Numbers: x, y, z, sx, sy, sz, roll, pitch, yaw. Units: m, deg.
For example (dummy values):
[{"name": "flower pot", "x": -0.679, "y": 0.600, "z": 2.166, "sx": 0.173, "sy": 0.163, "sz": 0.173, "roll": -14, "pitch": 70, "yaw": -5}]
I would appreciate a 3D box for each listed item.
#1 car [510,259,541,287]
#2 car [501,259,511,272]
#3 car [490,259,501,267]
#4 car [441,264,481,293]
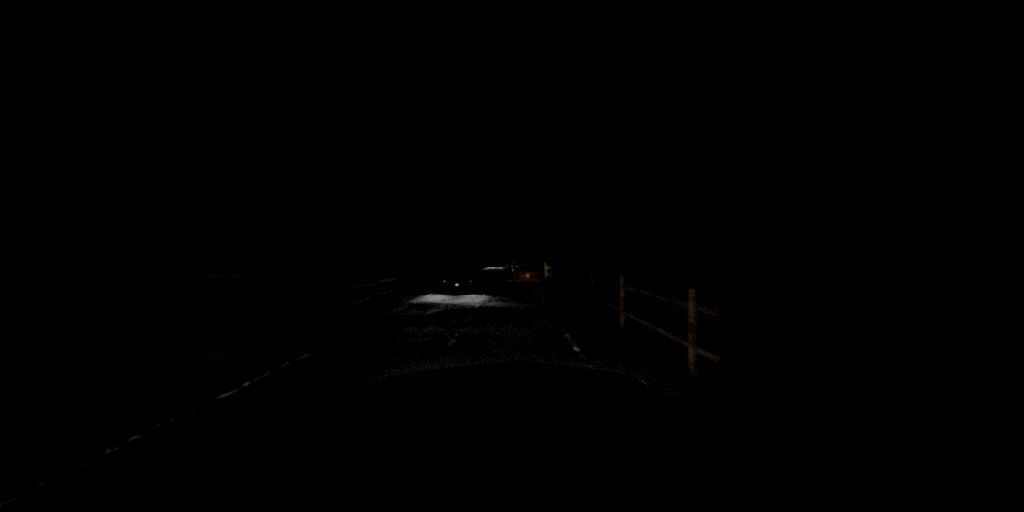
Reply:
[{"name": "car", "x": 0.961, "y": 1.188, "z": 24.293, "sx": 1.801, "sy": 1.575, "sz": 5.366, "roll": 0, "pitch": 0, "yaw": 0}, {"name": "car", "x": 0.023, "y": 1.272, "z": 45.295, "sx": 2.033, "sy": 1.411, "sz": 5.357, "roll": 0, "pitch": 0, "yaw": 1}, {"name": "car", "x": -2.777, "y": 1.292, "z": 63.125, "sx": 1.994, "sy": 1.385, "sz": 4.181, "roll": 0, "pitch": 0, "yaw": 1}, {"name": "car", "x": -2.850, "y": 1.239, "z": 20.916, "sx": 1.837, "sy": 1.490, "sz": 4.892, "roll": 0, "pitch": 0, "yaw": 0}]
